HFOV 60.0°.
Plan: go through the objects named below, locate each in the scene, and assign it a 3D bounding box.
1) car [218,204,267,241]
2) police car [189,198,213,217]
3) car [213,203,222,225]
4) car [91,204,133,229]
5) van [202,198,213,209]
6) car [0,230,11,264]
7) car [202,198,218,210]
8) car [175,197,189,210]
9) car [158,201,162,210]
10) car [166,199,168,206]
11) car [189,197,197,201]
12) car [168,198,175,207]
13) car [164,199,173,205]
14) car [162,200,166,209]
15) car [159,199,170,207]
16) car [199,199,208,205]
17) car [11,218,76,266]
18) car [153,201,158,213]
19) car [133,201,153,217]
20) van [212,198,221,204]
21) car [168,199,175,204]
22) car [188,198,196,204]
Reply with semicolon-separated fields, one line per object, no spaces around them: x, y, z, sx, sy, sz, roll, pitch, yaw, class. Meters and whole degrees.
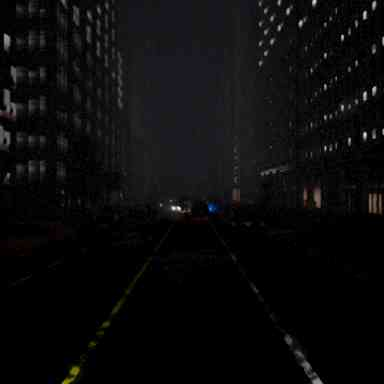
2.692;1.621;17.823;1.967;1.590;4.097;-1;-1;0;car
0.919;1.789;36.013;1.930;1.638;5.238;0;-1;0;police car
2.696;1.765;23.675;1.752;1.417;4.829;-1;-1;0;car
-5.686;1.678;23.511;1.967;1.590;4.097;-1;-1;0;car
2.712;1.923;57.607;1.690;1.788;3.998;-1;-1;0;van
-5.695;1.507;6.461;1.967;1.590;4.097;-1;-1;0;car
2.709;1.839;51.924;2.192;1.841;5.009;-1;-1;0;car
-0.114;1.748;52.290;2.150;2.045;5.566;-1;0;24;car
-5.672;2.012;46.243;1.887;1.381;4.507;-1;-1;0;car
-5.666;2.164;57.609;1.802;1.307;4.206;-1;-1;0;car
0.924;1.815;45.875;2.097;1.767;4.553;0;-1;0;car
-2.980;2.158;65.314;2.128;1.511;4.902;0;-1;0;car
-5.654;2.361;80.343;2.008;1.369;4.403;-1;-1;0;car
-5.670;2.075;51.926;2.008;1.369;4.403;-1;-1;0;car
-5.660;2.247;68.976;2.008;1.369;4.403;-1;-1;0;car
2.727;2.361;80.338;2.008;1.369;4.403;-1;-1;0;car
-5.691;1.647;11.973;1.752;1.417;4.829;-1;-1;0;car
-5.675;1.976;40.559;1.947;1.339;4.313;-1;-1;0;car
-5.679;1.903;34.876;2.008;1.369;4.403;-1;-1;0;car
2.703;1.751;40.557;1.690;1.788;3.998;-1;-1;0;van
-5.648;2.506;91.709;1.802;1.307;4.206;-1;-1;0;car
0.047;2.291;86.912;2.128;1.511;4.902;0;-1;0;car
